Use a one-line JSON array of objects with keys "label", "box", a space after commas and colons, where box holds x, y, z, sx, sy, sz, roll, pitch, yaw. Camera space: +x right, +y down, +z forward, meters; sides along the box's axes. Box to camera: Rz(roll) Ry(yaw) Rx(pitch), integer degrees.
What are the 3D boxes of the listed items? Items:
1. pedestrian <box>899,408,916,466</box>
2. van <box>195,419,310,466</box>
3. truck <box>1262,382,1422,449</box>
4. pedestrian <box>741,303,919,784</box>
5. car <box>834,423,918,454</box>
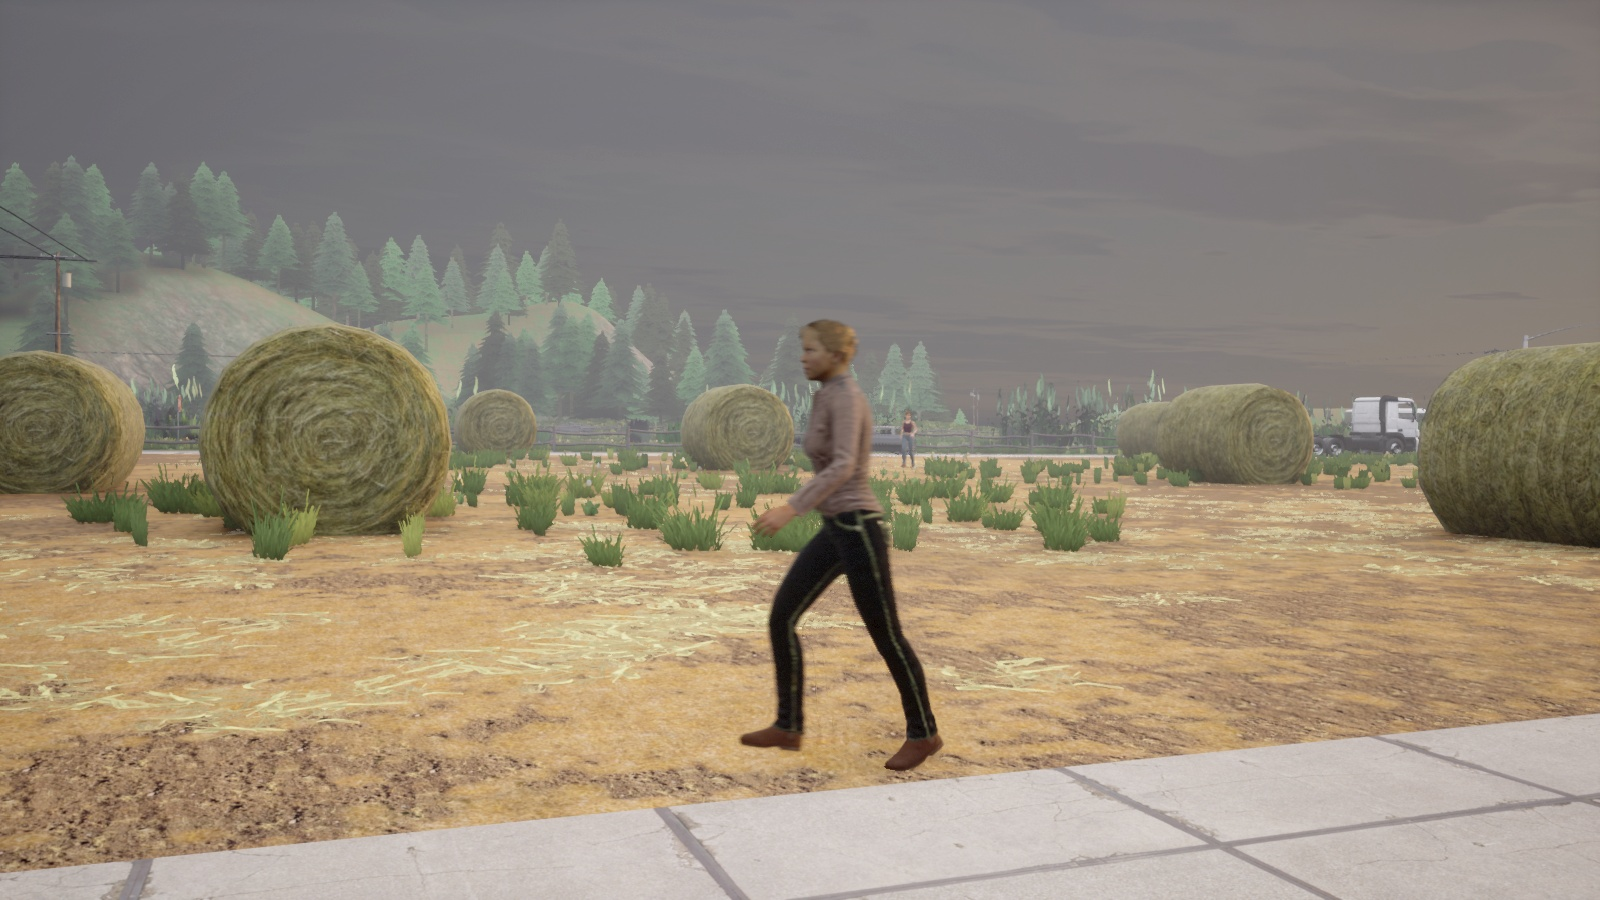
[{"label": "pedestrian", "box": [3.411, -0.415, 39.871, 0.345, 1.836, 0.594, 0, 1, 24]}, {"label": "van", "box": [-24.079, -0.362, 55.379, 4.442, 1.987, 1.775, -1, 1, -17]}, {"label": "truck", "box": [29.338, -1.891, 68.008, 7.936, 3.462, 2.891, -1, 1, -17]}, {"label": "pedestrian", "box": [0.116, 0.353, 5.044, 0.634, 1.846, 0.331, -1, 1, -15]}, {"label": "car", "box": [3.855, -0.605, 63.907, 3.806, 1.475, 1.970, -1, 1, -17]}]
